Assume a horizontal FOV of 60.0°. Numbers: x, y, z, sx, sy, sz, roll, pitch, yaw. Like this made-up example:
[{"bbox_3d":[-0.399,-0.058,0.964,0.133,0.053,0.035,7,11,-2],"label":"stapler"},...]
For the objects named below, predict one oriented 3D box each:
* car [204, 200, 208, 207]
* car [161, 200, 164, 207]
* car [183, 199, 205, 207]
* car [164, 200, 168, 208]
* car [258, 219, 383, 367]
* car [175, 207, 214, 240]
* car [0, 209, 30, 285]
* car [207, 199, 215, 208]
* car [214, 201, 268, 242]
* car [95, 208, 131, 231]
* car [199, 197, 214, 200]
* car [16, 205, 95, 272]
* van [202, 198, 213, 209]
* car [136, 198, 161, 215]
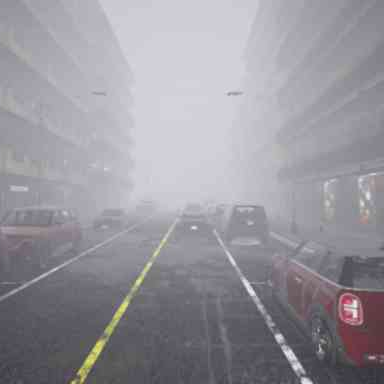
[{"bbox_3d":[2.547,1.939,39.025,1.802,1.307,4.206,1,-1,0],"label":"car"},{"bbox_3d":[-5.299,1.960,44.611,1.887,1.381,4.507,1,-1,0],"label":"car"},{"bbox_3d":[0.101,1.830,35.882,1.837,1.490,4.892,0,-1,0],"label":"car"},{"bbox_3d":[-5.301,2.183,61.204,1.802,1.307,4.206,1,-1,0],"label":"car"},{"bbox_3d":[2.594,1.490,5.840,1.967,1.590,4.097,1,0,0],"label":"car"},{"bbox_3d":[0.100,1.719,18.109,1.994,1.385,4.181,0,-1,0],"label":"car"},{"bbox_3d":[-5.291,1.366,5.902,2.192,1.841,5.009,1,0,0],"label":"car"},{"bbox_3d":[2.550,1.687,27.965,1.967,1.590,4.097,1,-1,0],"label":"car"},{"bbox_3d":[2.554,1.460,16.903,2.192,1.841,5.009,1,-1,0],"label":"car"},{"bbox_3d":[-5.298,1.761,22.491,1.947,1.339,4.313,1,-1,0],"label":"car"},{"bbox_3d":[2.552,1.790,50.090,2.192,1.841,5.009,1,-1,0],"label":"car"},{"bbox_3d":[-5.291,1.413,11.431,2.192,1.841,5.009,1,0,0],"label":"car"},{"bbox_3d":[2.551,1.878,55.621,1.690,1.788,3.998,1,-1,0],"label":"van"},{"bbox_3d":[-5.293,1.673,39.083,2.192,1.841,5.009,1,-1,0],"label":"car"}]
